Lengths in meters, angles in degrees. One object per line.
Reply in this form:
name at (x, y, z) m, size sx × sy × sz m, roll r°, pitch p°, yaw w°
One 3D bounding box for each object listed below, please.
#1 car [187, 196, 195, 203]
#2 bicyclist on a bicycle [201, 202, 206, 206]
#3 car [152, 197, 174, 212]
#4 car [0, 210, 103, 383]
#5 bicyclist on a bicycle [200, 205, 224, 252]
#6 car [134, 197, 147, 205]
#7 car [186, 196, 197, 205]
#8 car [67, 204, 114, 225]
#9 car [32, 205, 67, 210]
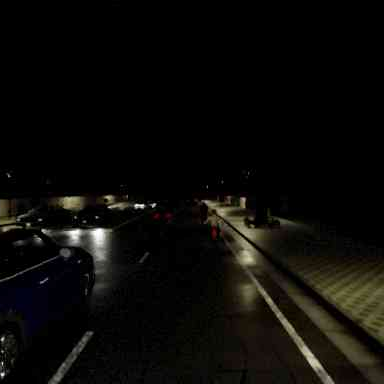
car at (-0.241, 1.742, 79.294) m, size 2.033 × 1.411 × 5.357 m, roll 0°, pitch 0°, yaw 0°
bicyclist on a bicycle at (0.828, 1.501, 22.445) m, size 0.582 × 1.620 × 1.656 m, roll 0°, pitch 0°, yaw 0°
car at (-3.270, 1.610, 39.684) m, size 1.812 × 1.442 × 4.674 m, roll 0°, pitch 0°, yaw 0°
car at (-3.164, 1.364, 5.407) m, size 2.097 × 1.767 × 4.553 m, roll 0°, pitch 0°, yaw 0°
bicyclist on a bicycle at (0.857, 1.465, 13.031) m, size 0.866 × 1.612 × 1.509 m, roll 0°, pitch 0°, yaw 0°
car at (-9.976, 1.641, 64.629) m, size 2.128 × 1.511 × 4.902 m, roll 0°, pitch 0°, yaw 0°
car at (-0.091, 1.702, 61.288) m, size 1.994 × 1.385 × 4.181 m, roll 0°, pitch 0°, yaw 0°
car at (-6.666, 1.575, 22.954) m, size 1.812 × 1.442 × 4.674 m, roll 0°, pitch 0°, yaw 0°
car at (-9.919, 1.596, 22.815) m, size 2.033 × 1.411 × 5.357 m, roll 0°, pitch 0°, yaw 0°
